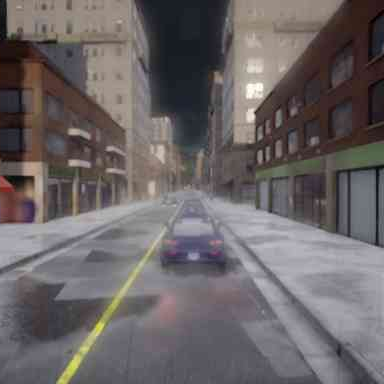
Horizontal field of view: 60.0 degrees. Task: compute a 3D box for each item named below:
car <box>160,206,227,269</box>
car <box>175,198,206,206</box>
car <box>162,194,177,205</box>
[{"bbox_3d":[0.048,1.412,10.614,1.812,1.442,4.674,0,1,0],"label":"car"},{"bbox_3d":[0.050,1.283,25.274,2.033,1.411,5.357,0,1,1],"label":"car"},{"bbox_3d":[-3.081,1.050,46.436,1.812,1.442,4.674,0,0,0],"label":"car"}]
